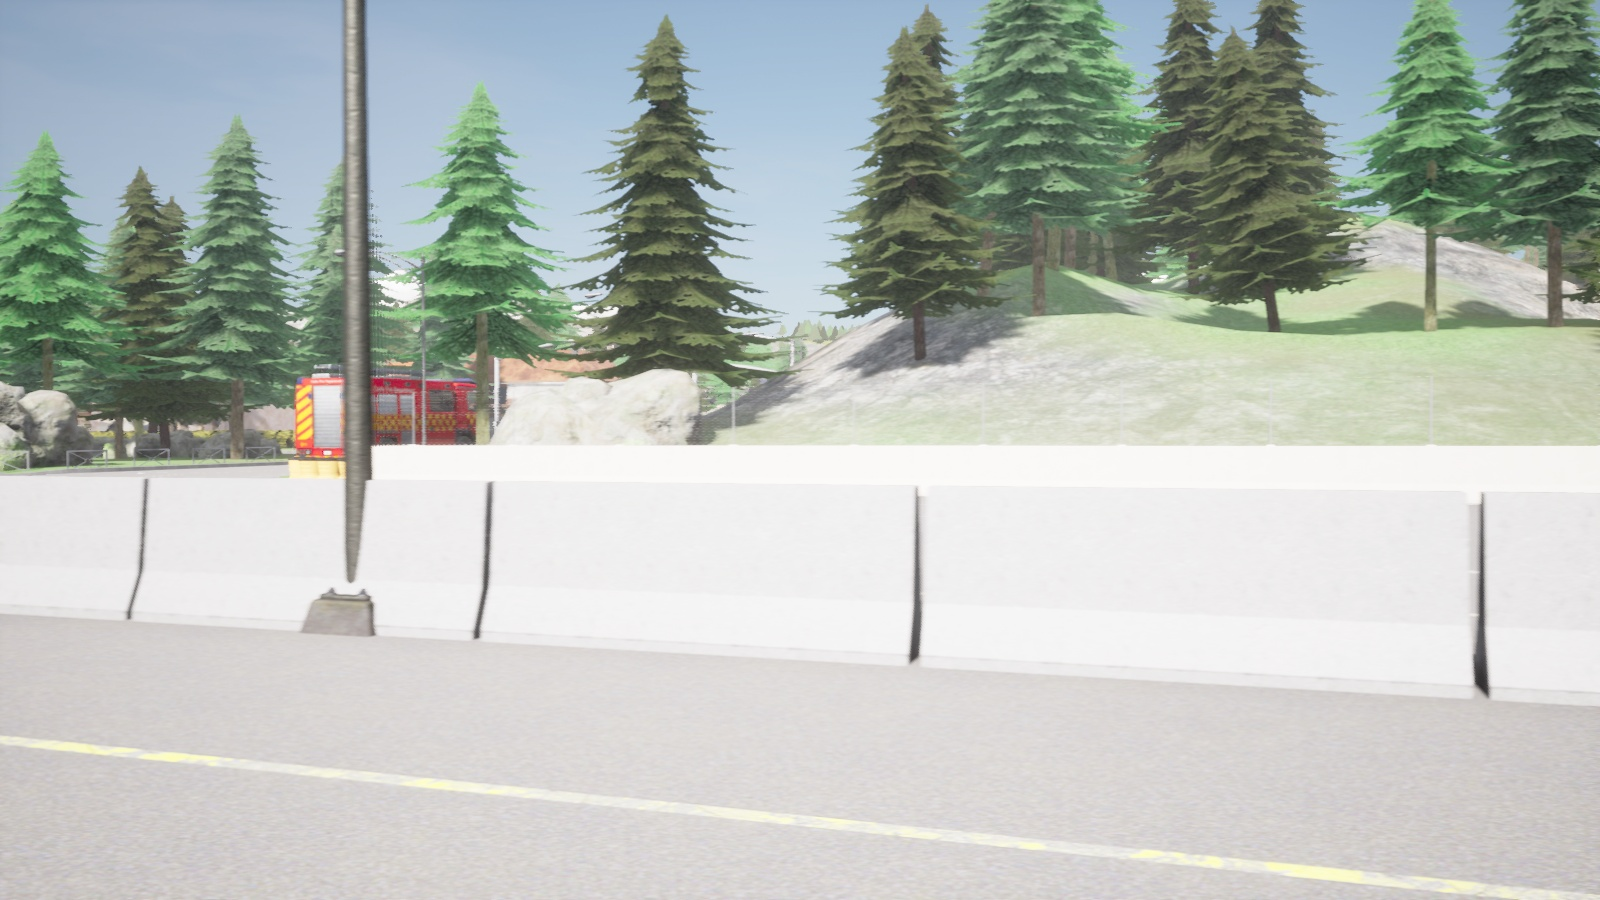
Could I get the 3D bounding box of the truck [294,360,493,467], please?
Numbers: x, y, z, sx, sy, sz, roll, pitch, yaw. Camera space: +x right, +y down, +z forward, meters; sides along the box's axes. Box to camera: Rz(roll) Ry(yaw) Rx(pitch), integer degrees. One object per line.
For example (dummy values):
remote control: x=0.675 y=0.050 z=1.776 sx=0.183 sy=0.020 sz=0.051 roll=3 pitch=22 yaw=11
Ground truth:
truck: x=-15.692 y=-1.383 z=49.353 sx=2.891 sy=3.827 sz=8.468 roll=1 pitch=1 yaw=19
